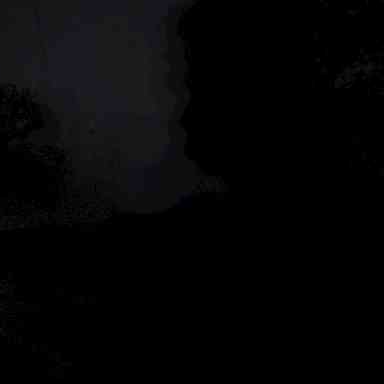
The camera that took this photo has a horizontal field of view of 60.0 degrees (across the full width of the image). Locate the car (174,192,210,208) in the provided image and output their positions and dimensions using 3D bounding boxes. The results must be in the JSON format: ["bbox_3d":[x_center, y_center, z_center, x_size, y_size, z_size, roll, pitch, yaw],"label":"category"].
[{"bbox_3d":[0.350,1.113,43.093,1.882,1.535,5.008,-1,2,39],"label":"car"}]

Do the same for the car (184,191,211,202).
[{"bbox_3d":[0.921,0.748,55.040,1.837,1.490,4.892,-1,2,39],"label":"car"}]

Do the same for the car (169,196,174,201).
[{"bbox_3d":[-1.969,0.863,57.035,1.994,1.385,4.181,-1,2,39],"label":"car"}]
